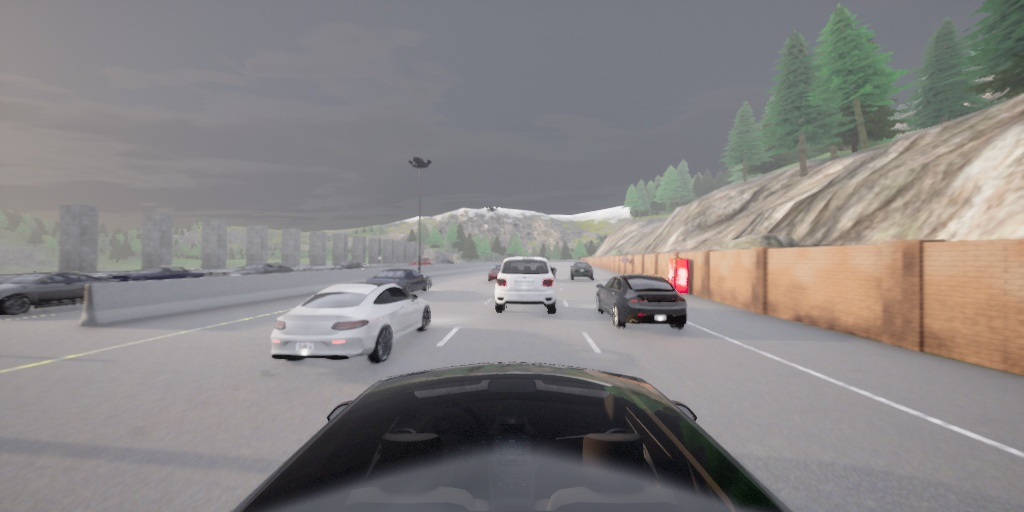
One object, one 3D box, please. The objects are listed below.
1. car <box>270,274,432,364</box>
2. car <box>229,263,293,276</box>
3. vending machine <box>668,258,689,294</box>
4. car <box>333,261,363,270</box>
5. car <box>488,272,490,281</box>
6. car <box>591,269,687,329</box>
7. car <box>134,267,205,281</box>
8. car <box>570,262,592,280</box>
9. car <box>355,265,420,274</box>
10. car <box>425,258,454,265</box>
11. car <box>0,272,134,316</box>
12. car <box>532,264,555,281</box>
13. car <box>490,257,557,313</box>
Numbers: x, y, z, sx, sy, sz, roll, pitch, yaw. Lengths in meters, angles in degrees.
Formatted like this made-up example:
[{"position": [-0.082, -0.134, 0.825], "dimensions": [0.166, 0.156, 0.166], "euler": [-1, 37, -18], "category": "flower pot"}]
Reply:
[{"position": [-3.238, 1.298, 8.061], "dimensions": [1.812, 1.442, 4.674], "euler": [0, 0, 2], "category": "car"}, {"position": [-19.244, 1.299, 27.698], "dimensions": [2.128, 1.511, 4.902], "euler": [0, 0, 8], "category": "car"}, {"position": [9.672, 1.120, 20.791], "dimensions": [1.100, 2.100, 0.880], "euler": [0, 0, 7], "category": "vending machine"}, {"position": [-22.915, 1.421, 50.235], "dimensions": [2.128, 1.511, 4.902], "euler": [0, 0, 10], "category": "car"}, {"position": [-0.808, 1.500, 31.720], "dimensions": [1.994, 1.385, 4.181], "euler": [0, 0, 8], "category": "car"}, {"position": [3.968, 1.342, 11.653], "dimensions": [1.837, 1.490, 4.892], "euler": [0, 0, 3], "category": "car"}, {"position": [-23.265, 1.360, 23.656], "dimensions": [1.895, 1.301, 4.718], "euler": [0, 0, 6], "category": "car"}, {"position": [6.721, 1.349, 34.911], "dimensions": [2.097, 1.767, 4.553], "euler": [0, 0, 8], "category": "car"}, {"position": [-5.974, 1.376, 19.329], "dimensions": [2.033, 1.411, 5.357], "euler": [0, 0, 6], "category": "car"}, {"position": [-11.203, 1.525, 56.347], "dimensions": [2.128, 1.511, 4.902], "euler": [0, 0, 10], "category": "car"}, {"position": [-17.155, 1.290, 13.084], "dimensions": [1.994, 1.385, 4.181], "euler": [0, 0, 4], "category": "car"}, {"position": [3.108, 1.539, 34.382], "dimensions": [1.994, 1.385, 4.181], "euler": [0, 0, 8], "category": "car"}, {"position": [0.635, 1.059, 14.661], "dimensions": [2.150, 2.045, 5.566], "euler": [0, 0, 5], "category": "car"}]
